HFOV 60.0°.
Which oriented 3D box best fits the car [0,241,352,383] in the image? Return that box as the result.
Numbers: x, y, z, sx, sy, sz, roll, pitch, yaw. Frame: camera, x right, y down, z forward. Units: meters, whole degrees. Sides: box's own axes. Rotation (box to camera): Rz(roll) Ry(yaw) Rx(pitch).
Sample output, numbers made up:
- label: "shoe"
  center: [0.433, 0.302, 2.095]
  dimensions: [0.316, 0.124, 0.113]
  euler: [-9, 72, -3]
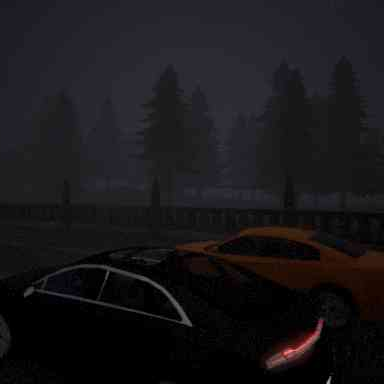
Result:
- label: "car"
  center: [-0.820, 1.491, 4.292]
  dimensions: [4.902, 1.511, 2.128]
  euler: [0, 0, 34]

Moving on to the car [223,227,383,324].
- label: "car"
  center: [1.560, 1.477, 6.916]
  dimensions: [5.008, 1.535, 1.882]
  euler: [0, 0, 34]
